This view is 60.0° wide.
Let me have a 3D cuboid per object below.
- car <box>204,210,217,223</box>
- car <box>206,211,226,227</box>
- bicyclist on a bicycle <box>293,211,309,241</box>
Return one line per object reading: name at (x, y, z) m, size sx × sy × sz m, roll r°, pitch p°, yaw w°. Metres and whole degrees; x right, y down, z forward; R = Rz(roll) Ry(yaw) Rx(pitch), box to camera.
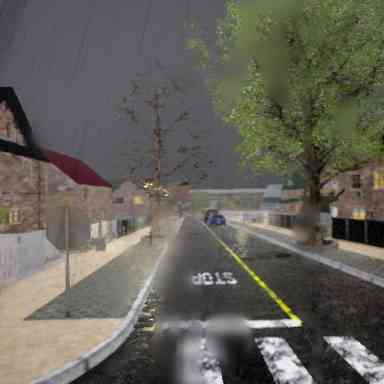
car at (3.079, 3.829, 52.690) m, size 2.150 × 2.045 × 5.566 m, roll -1°, pitch -3°, yaw 0°
car at (3.219, 3.536, 42.050) m, size 1.882 × 1.535 × 5.008 m, roll -1°, pitch -3°, yaw 0°
bicyclist on a bicycle at (6.337, 1.872, 18.318) m, size 1.656 × 1.620 × 0.582 m, roll -3°, pitch -1°, yaw -1°
